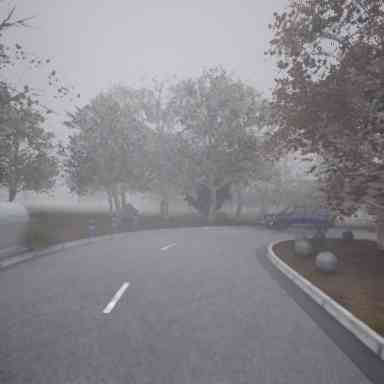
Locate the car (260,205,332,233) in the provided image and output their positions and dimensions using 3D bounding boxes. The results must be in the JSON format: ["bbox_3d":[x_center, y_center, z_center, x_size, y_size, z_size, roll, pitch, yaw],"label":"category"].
[{"bbox_3d":[8.056,2.008,25.529,5.566,2.045,2.150,3,-3,-13],"label":"car"}]
